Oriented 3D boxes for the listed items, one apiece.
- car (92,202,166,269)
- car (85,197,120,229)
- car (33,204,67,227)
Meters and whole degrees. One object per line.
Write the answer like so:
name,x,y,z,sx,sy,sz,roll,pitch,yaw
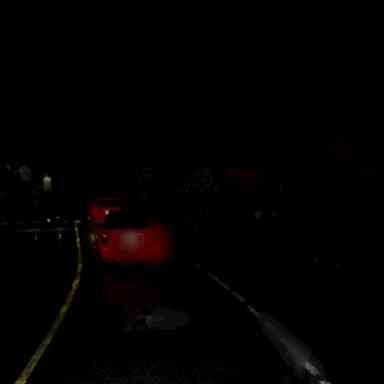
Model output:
car,-2.291,1.405,11.784,2.097,1.767,4.553,0,0,-15
car,-6.129,1.341,23.189,2.150,2.045,5.566,0,0,-20
car,-10.371,1.675,24.429,1.837,1.490,4.892,0,0,-20
